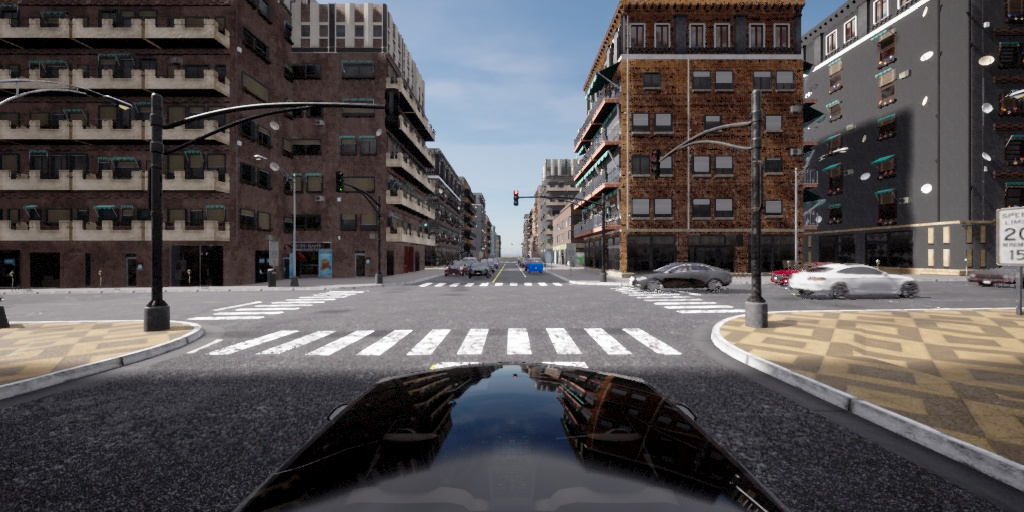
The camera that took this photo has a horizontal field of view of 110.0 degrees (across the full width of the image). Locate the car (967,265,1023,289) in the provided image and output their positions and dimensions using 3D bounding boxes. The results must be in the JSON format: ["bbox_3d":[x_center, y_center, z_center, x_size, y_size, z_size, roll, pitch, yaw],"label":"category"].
[{"bbox_3d":[26.988,0.907,18.374,5.357,1.411,2.033,-1,0,0],"label":"car"}]

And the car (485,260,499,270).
[{"bbox_3d":[-2.958,1.337,53.364,1.895,1.301,4.718,0,0,0],"label":"car"}]

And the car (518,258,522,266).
[{"bbox_3d":[2.434,1.300,58.227,1.948,1.339,4.313,0,0,0],"label":"car"}]

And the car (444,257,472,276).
[{"bbox_3d":[-5.525,1.182,35.882,1.967,1.591,4.097,0,0,0],"label":"car"}]

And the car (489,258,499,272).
[{"bbox_3d":[-2.951,1.287,43.073,2.033,1.411,5.357,0,0,-1],"label":"car"}]

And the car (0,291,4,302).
[{"bbox_3d":[-25.593,1.626,15.379,5.357,1.411,2.033,-1,0,0],"label":"car"}]

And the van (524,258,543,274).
[{"bbox_3d":[2.602,1.081,40.861,1.690,1.789,3.998,0,0,0],"label":"van"}]

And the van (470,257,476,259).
[{"bbox_3d":[-5.517,1.079,47.046,1.690,1.789,3.998,0,0,0],"label":"van"}]

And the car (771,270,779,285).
[{"bbox_3d":[17.555,1.033,20.814,4.507,1.381,1.888,0,0,0],"label":"car"}]

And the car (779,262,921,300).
[{"bbox_3d":[14.647,1.056,15.491,4.674,1.442,1.812,-1,0,0],"label":"car"}]

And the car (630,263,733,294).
[{"bbox_3d":[8.674,1.102,18.625,4.902,1.511,2.128,-1,0,4],"label":"car"}]

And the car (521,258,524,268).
[{"bbox_3d":[2.552,1.283,47.065,1.888,1.381,4.507,0,0,0],"label":"car"}]

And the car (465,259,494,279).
[{"bbox_3d":[-2.921,1.248,33.172,1.837,1.490,4.892,0,0,0],"label":"car"}]
